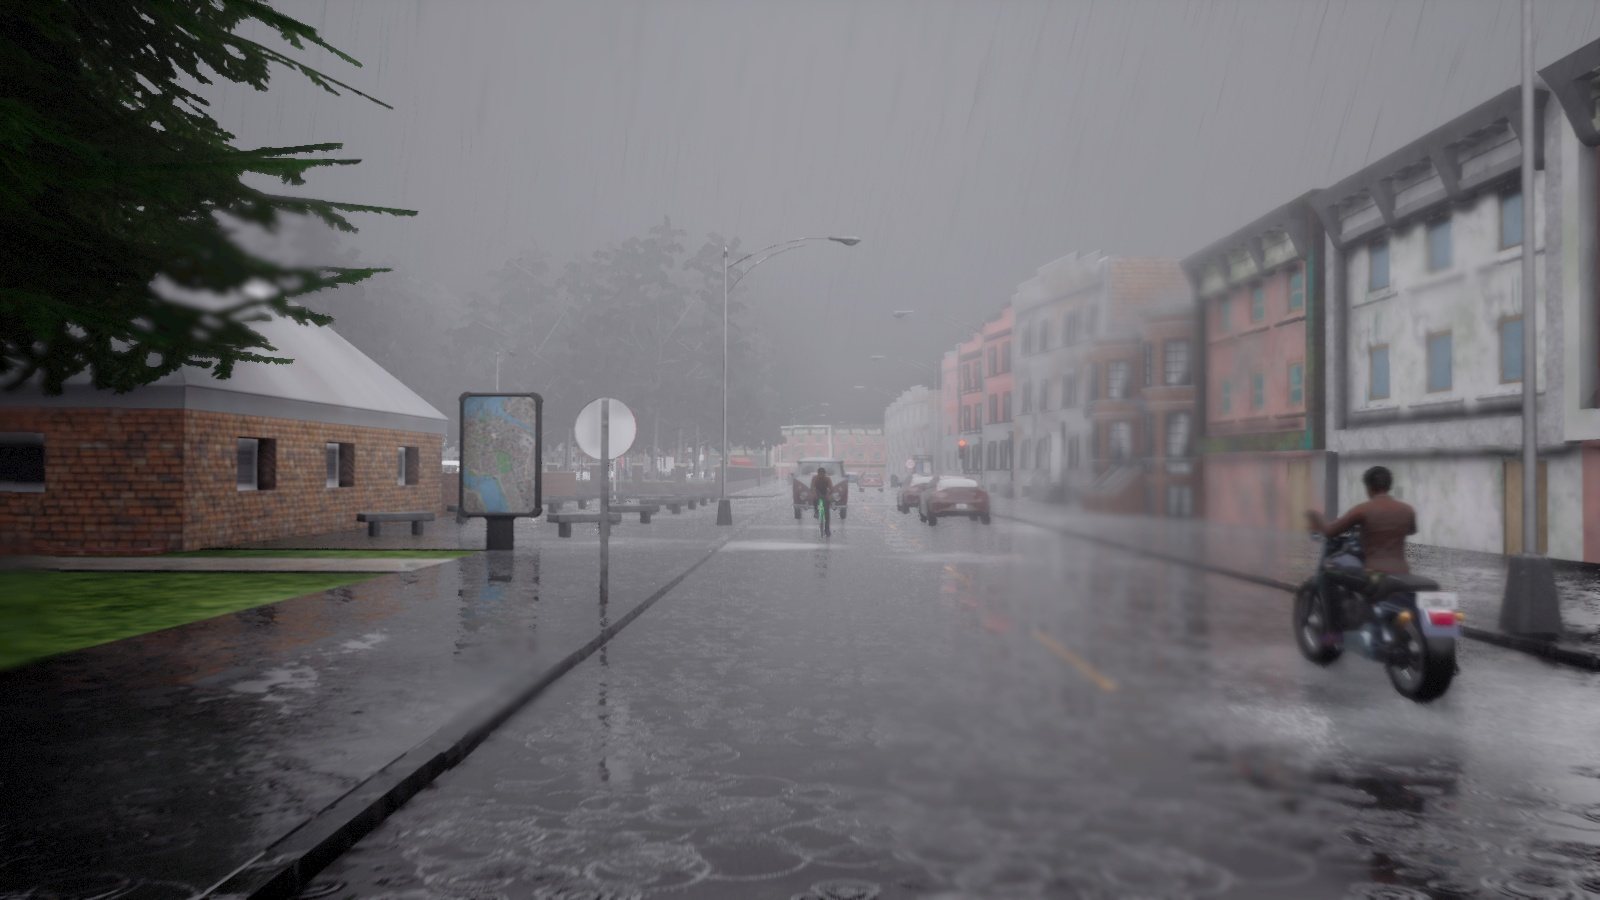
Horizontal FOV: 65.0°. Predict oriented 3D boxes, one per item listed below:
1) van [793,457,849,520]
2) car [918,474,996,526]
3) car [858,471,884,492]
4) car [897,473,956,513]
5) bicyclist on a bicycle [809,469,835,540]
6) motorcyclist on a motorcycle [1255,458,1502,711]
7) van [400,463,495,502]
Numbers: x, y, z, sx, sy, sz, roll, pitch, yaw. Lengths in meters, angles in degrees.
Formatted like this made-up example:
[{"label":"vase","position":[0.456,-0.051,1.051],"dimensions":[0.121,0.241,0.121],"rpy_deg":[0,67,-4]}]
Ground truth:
[{"label":"van","position":[0.702,1.256,41.836],"dimensions":[1.775,1.987,4.442],"rpy_deg":[0,-1,1]},{"label":"car","position":[4.634,1.441,37.600],"dimensions":[1.812,1.442,4.674],"rpy_deg":[0,-1,1]},{"label":"car","position":[5.378,2.339,95.036],"dimensions":[1.789,1.549,3.705],"rpy_deg":[0,-1,0]},{"label":"car","position":[4.773,1.610,47.873],"dimensions":[1.812,1.442,4.674],"rpy_deg":[0,-1,1]},{"label":"bicyclist on a bicycle","position":[0.527,1.253,29.554],"dimensions":[0.582,1.620,1.656],"rpy_deg":[0,-1,1]},{"label":"motorcyclist on a motorcycle","position":[4.207,0.902,9.382],"dimensions":[0.766,1.649,2.350],"rpy_deg":[0,-1,1]},{"label":"van","position":[-18.680,1.714,66.653],"dimensions":[4.480,2.038,2.069],"rpy_deg":[0,-1,1]}]
